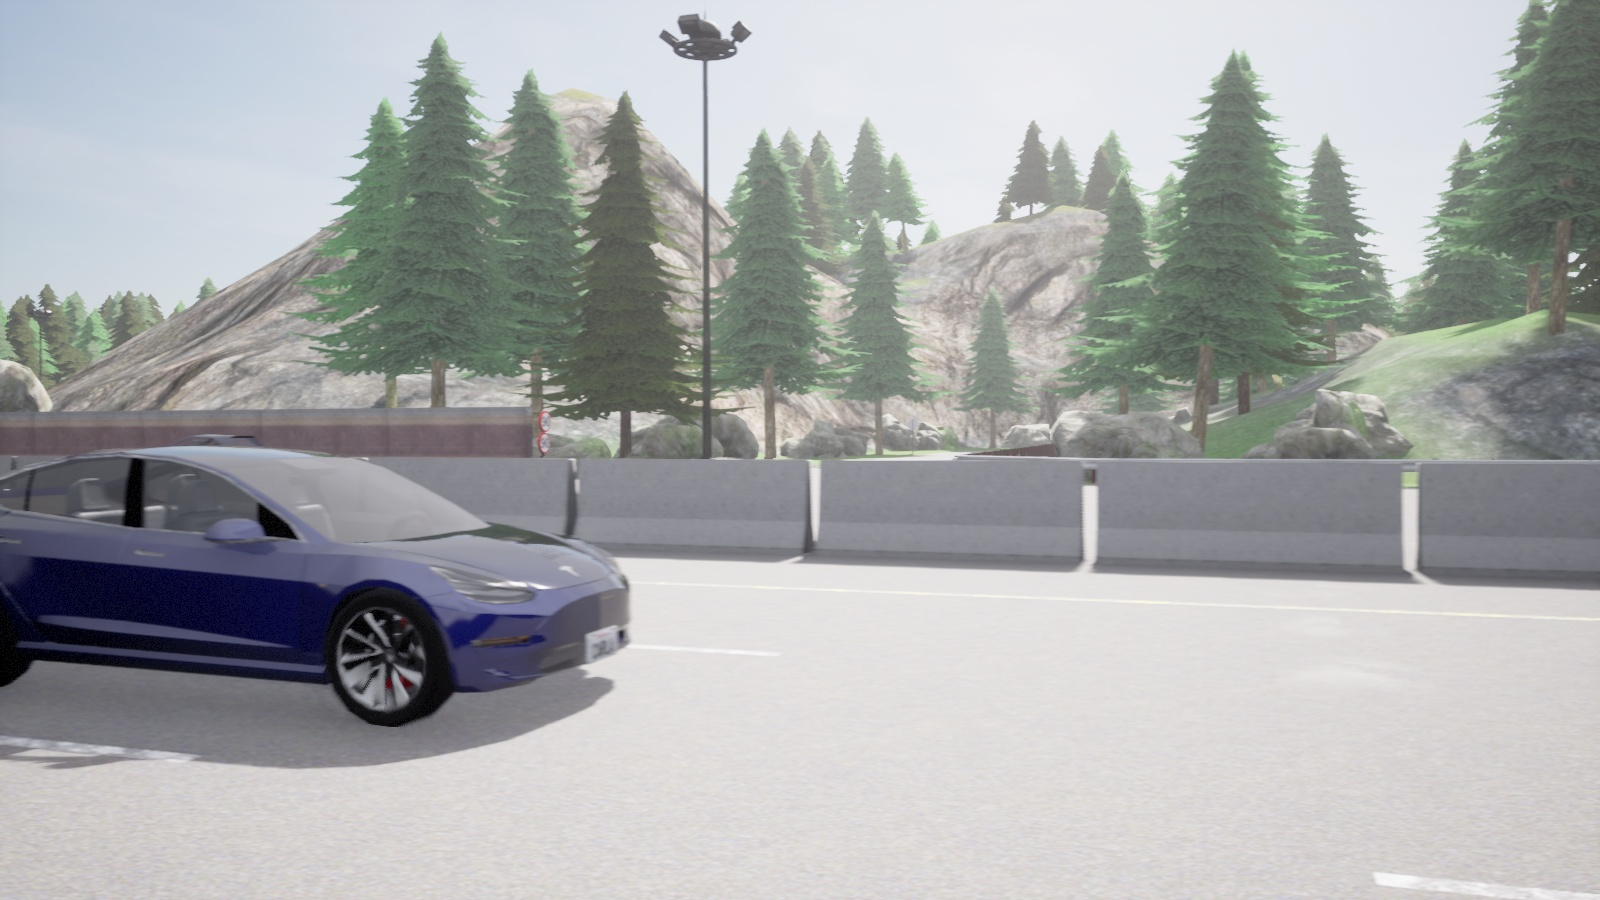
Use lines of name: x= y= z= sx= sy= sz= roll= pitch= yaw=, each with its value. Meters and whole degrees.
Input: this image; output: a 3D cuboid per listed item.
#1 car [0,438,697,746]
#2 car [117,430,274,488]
car: x=-3.297 y=0.686 z=7.994 sx=4.792 sy=1.488 sz=2.163 roll=1 pitch=1 yaw=19
car: x=-16.646 y=0.223 z=34.628 sx=3.633 sy=1.501 sz=1.845 roll=1 pitch=1 yaw=19
